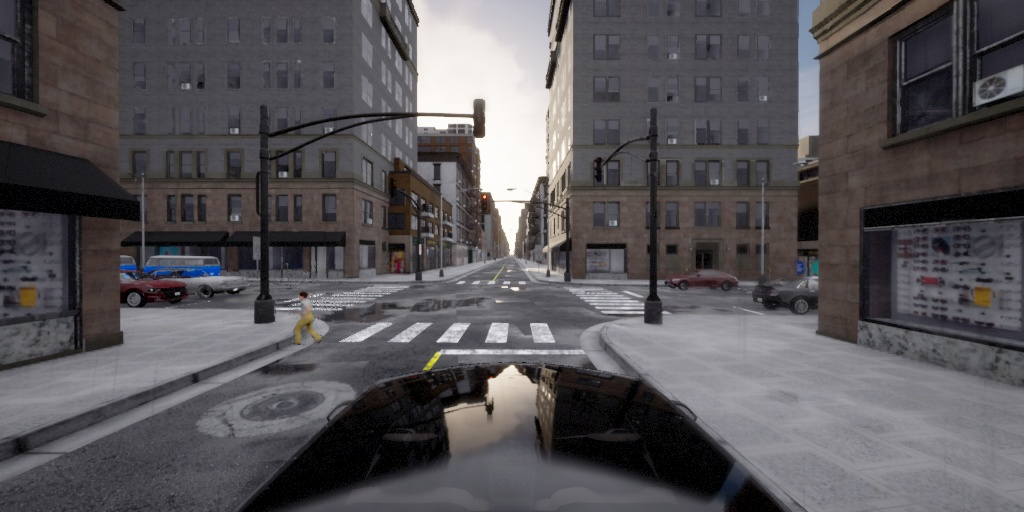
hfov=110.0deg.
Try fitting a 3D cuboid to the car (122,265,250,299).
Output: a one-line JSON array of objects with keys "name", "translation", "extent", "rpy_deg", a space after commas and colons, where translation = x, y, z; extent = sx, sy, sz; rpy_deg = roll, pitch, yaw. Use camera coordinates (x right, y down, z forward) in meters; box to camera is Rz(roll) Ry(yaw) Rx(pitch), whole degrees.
[{"name": "car", "translation": [-15.055, 1.228, 16.580], "extent": [4.718, 1.301, 1.895], "rpy_deg": [1, 0, -2]}]

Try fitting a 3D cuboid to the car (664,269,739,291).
[{"name": "car", "translation": [11.655, 1.439, 22.160], "extent": [4.207, 1.307, 1.802], "rpy_deg": [0, 0, 0]}]

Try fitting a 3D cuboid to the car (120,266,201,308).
[{"name": "car", "translation": [-15.144, 1.187, 13.828], "extent": [4.507, 1.381, 1.888], "rpy_deg": [0, 0, 0]}]

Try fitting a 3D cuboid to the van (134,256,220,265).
[{"name": "van", "translation": [-20.600, 0.882, 22.401], "extent": [3.998, 1.789, 1.690], "rpy_deg": [0, 0, 0]}]

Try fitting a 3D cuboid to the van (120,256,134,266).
[{"name": "van", "translation": [-26.091, 0.829, 22.441], "extent": [3.998, 1.789, 1.690], "rpy_deg": [0, 0, 0]}]

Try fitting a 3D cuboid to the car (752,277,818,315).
[{"name": "car", "translation": [11.619, 1.456, 13.635], "extent": [4.403, 1.370, 2.007], "rpy_deg": [0, 0, 0]}]

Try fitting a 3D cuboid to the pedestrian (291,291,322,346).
[{"name": "pedestrian", "translation": [-4.558, 1.323, 7.971], "extent": [0.375, 1.300, 0.375], "rpy_deg": [0, 0, 0]}]
